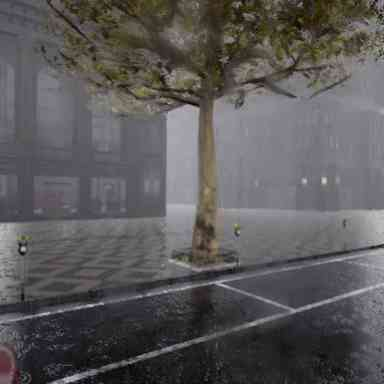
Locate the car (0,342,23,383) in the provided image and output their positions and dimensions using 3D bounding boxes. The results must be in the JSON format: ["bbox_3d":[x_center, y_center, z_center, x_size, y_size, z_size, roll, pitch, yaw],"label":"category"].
[{"bbox_3d":[-3.116,1.507,1.160,4.674,1.442,1.812,1,-1,-35],"label":"car"}]
